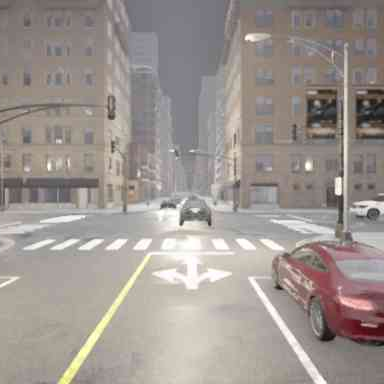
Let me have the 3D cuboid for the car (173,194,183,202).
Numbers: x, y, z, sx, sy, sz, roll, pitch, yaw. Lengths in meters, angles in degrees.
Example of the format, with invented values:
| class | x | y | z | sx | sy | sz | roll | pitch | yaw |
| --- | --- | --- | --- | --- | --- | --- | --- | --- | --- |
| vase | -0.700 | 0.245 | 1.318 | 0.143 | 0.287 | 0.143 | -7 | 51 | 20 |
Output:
| class | x | y | z | sx | sy | sz | roll | pitch | yaw |
| --- | --- | --- | --- | --- | --- | --- | --- | --- | --- |
| car | -2.906 | 1.234 | 69.905 | 1.837 | 1.490 | 4.892 | 0 | 0 | 0 |

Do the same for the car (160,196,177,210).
| class | x | y | z | sx | sy | sz | roll | pitch | yaw |
| --- | --- | --- | --- | --- | --- | --- | --- | --- | --- |
| car | -2.841 | 1.440 | 40.684 | 1.895 | 1.301 | 4.718 | 0 | 0 | 0 |

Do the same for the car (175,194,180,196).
| class | x | y | z | sx | sy | sz | roll | pitch | yaw |
| --- | --- | --- | --- | --- | --- | --- | --- | --- | --- |
| car | -2.879 | 1.335 | 54.518 | 2.033 | 1.411 | 5.357 | 0 | 0 | 0 |

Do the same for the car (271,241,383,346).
| class | x | y | z | sx | sy | sz | roll | pitch | yaw |
| --- | --- | --- | --- | --- | --- | --- | --- | --- | --- |
| car | 2.671 | 1.557 | 6.159 | 1.802 | 1.307 | 4.206 | 0 | 0 | 0 |

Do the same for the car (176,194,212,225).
| class | x | y | z | sx | sy | sz | roll | pitch | yaw |
| --- | --- | --- | --- | --- | --- | --- | --- | --- | --- |
| car | 0.259 | 1.247 | 23.363 | 2.097 | 1.767 | 4.553 | 0 | 0 | 1 |

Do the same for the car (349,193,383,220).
| class | x | y | z | sx | sy | sz | roll | pitch | yaw |
| --- | --- | --- | --- | --- | --- | --- | --- | --- | --- |
| car | 15.341 | 1.111 | 26.015 | 5.566 | 2.045 | 2.150 | 0 | 0 | -1 |

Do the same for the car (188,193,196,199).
| class | x | y | z | sx | sy | sz | roll | pitch | yaw |
| --- | --- | --- | --- | --- | --- | --- | --- | --- | --- |
| car | 0.030 | 1.052 | 82.198 | 1.812 | 1.442 | 4.674 | 0 | 0 | 0 |
